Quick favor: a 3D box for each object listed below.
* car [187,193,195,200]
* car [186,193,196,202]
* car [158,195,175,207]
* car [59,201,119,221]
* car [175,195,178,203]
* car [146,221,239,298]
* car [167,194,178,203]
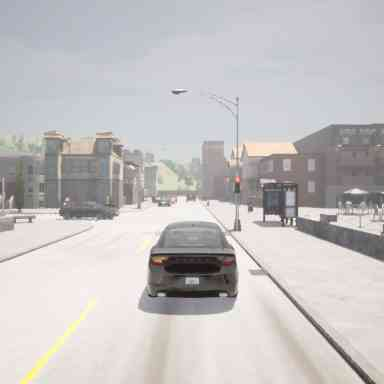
[{"bbox_3d":[-0.234,1.187,87.062,2.097,1.767,4.553,0,0,0],"label":"car"},{"bbox_3d":[-0.205,1.216,76.702,2.150,2.045,5.566,0,0,0],"label":"car"},{"bbox_3d":[-4.233,1.491,52.020,2.128,1.511,4.902,0,0,0],"label":"car"},{"bbox_3d":[-8.289,1.507,26.902,4.892,1.490,1.837,-1,-1,13],"label":"car"},{"bbox_3d":[-4.229,1.352,61.120,2.097,1.767,4.553,0,0,0],"label":"car"},{"bbox_3d":[0.027,1.478,8.575,1.882,1.535,5.008,0,0,0],"label":"car"},{"bbox_3d":[-4.190,1.355,71.183,2.097,1.767,4.553,0,0,0],"label":"car"}]
